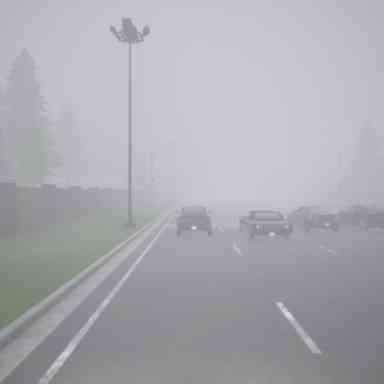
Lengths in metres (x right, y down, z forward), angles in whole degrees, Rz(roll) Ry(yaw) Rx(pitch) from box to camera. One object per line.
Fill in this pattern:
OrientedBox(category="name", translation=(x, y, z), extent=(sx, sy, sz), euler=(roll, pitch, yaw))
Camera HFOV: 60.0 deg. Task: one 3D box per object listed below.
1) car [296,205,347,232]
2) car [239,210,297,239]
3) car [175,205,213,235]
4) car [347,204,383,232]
OrientedBox(category="car", translation=(7.089, 1.512, 19.745), extent=(1.812, 1.442, 4.674), euler=(0, 0, 0))
OrientedBox(category="car", translation=(3.603, 1.589, 17.150), extent=(1.895, 1.301, 4.718), euler=(0, 0, 0))
OrientedBox(category="car", translation=(0.104, 1.492, 18.769), extent=(1.837, 1.490, 4.892), euler=(0, 0, 0))
OrientedBox(category="car", translation=(10.603, 1.463, 20.266), extent=(1.882, 1.535, 5.008), euler=(0, 0, 0))
